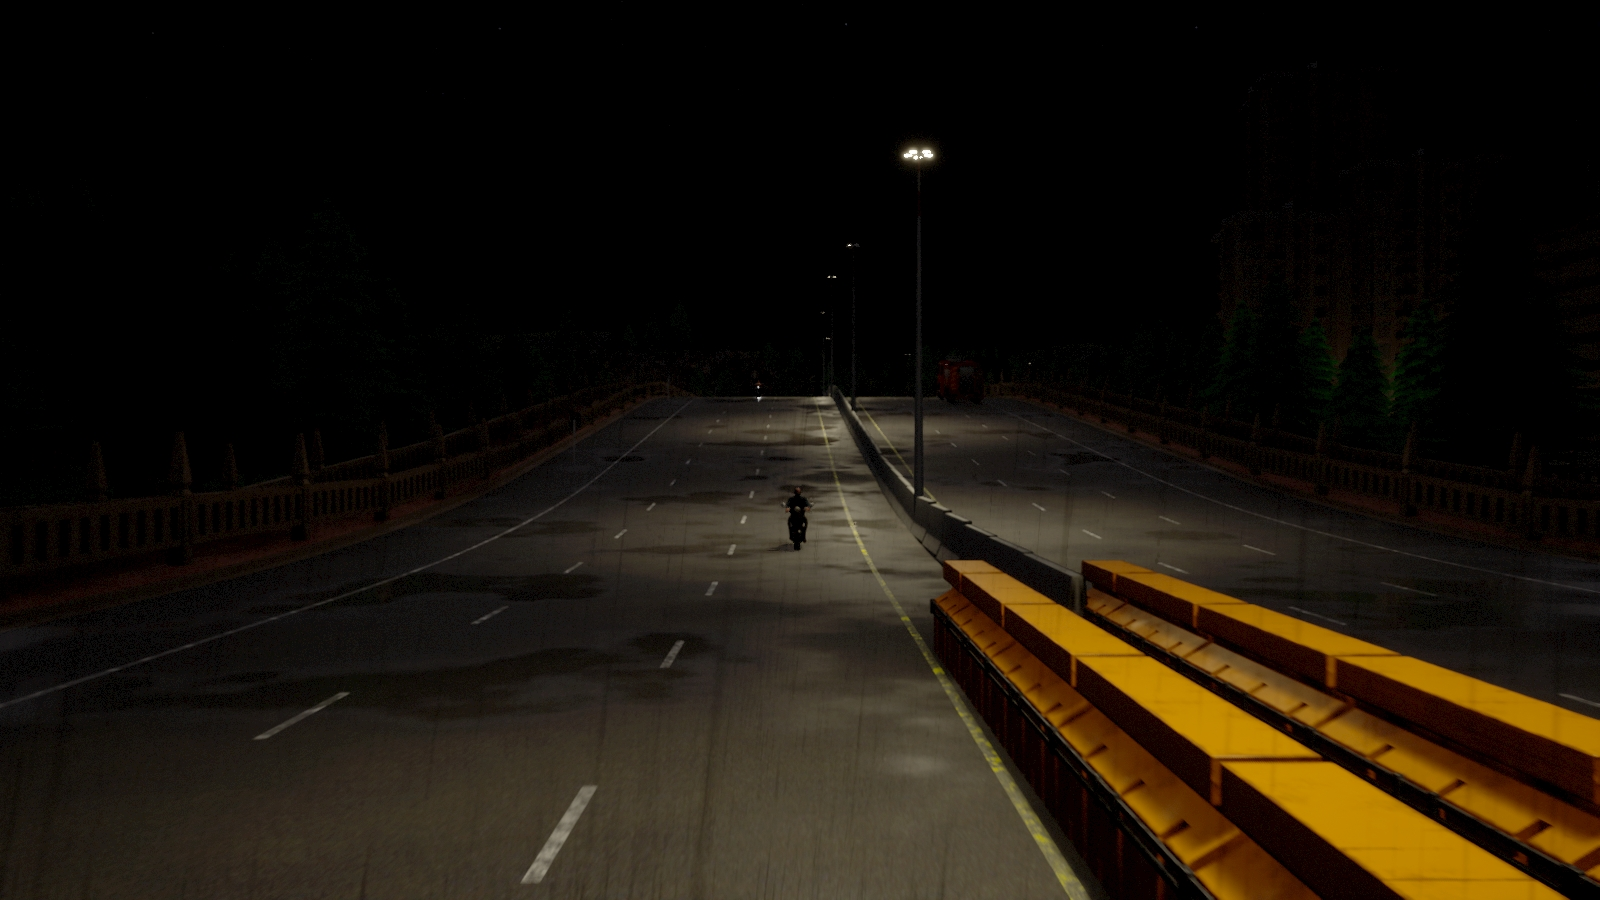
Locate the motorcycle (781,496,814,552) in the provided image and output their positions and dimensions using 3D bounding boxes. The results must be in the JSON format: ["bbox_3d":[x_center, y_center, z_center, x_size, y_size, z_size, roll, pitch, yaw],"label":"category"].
[{"bbox_3d":[-0.066,1.973,30.807,0.856,1.316,1.805,0,2,0],"label":"motorcycle"}]
